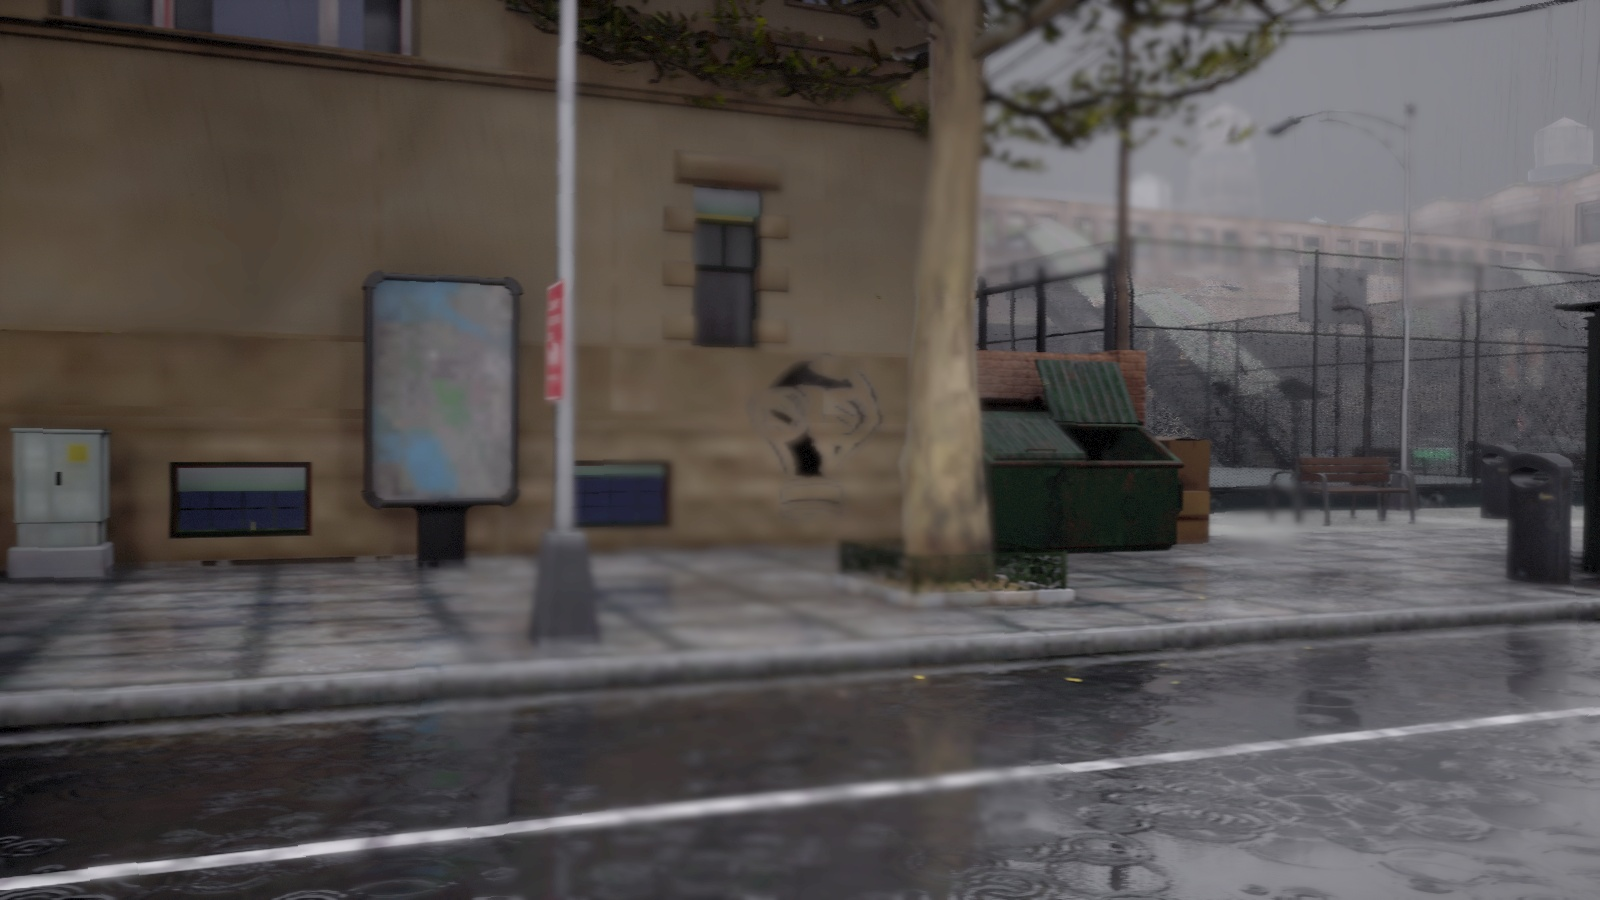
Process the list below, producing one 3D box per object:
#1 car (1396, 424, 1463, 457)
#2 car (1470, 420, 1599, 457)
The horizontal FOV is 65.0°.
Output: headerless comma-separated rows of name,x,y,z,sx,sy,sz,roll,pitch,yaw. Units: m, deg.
car,27.674,-0.423,55.239,1.481,1.376,2.207,-1,2,-22
car,31.776,-0.507,54.355,1.837,1.490,4.892,-1,1,-22
